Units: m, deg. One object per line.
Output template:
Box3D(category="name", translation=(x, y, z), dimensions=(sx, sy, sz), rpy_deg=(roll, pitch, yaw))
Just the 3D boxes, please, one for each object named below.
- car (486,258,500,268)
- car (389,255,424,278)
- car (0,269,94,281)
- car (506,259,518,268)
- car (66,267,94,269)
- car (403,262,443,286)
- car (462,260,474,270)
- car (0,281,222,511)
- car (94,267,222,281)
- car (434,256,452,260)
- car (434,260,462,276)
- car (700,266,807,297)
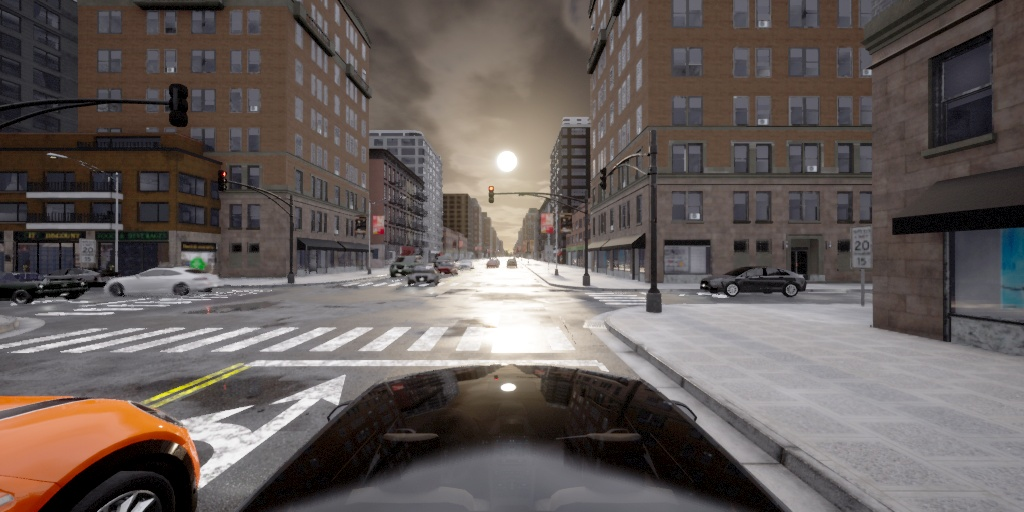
Box3D(category="car", translation=(-3.369, 1.304, 61.948), dimensions=(1.994, 1.385, 4.181), rpy_deg=(0, 0, 0))
Box3D(category="car", translation=(-9.917, 0.969, 34.385), dimensions=(2.150, 2.045, 5.566), rpy_deg=(0, 0, -1))
Box3D(category="car", translation=(-21.516, 1.345, 15.462), dimensions=(4.718, 1.301, 1.895), rpy_deg=(0, 0, 0))
Box3D(category="car", translation=(-0.021, 1.245, 63.086), dimensions=(1.837, 1.490, 4.892), rpy_deg=(0, 0, 0))
Box3D(category="car", translation=(-25.411, 1.330, 20.955), dimensions=(4.313, 1.339, 1.948), rpy_deg=(0, 0, 0))
Box3D(category="car", translation=(-6.120, 1.317, 25.072), dimensions=(1.994, 1.385, 4.181), rpy_deg=(0, 0, -9))
Box3D(category="car", translation=(-6.690, 1.268, 52.026), dimensions=(1.812, 1.442, 4.674), rpy_deg=(0, 0, 0))
Box3D(category="car", translation=(-3.237, 1.102, 0.601), dimensions=(2.097, 1.767, 4.553), rpy_deg=(0, 0, 0))
Box3D(category="car", translation=(-17.611, 1.282, 18.288), dimensions=(4.674, 1.442, 1.812), rpy_deg=(0, 1, -6))
Box3D(category="car", translation=(-9.938, 0.966, 52.122), dimensions=(2.150, 2.045, 5.566), rpy_deg=(0, 0, 0))
Box3D(category="car", translation=(-6.669, 1.349, 36.478), dimensions=(1.895, 1.301, 4.718), rpy_deg=(0, 0, 0))
Box3D(category="car", translation=(12.424, 1.294, 18.639), dimensions=(4.892, 1.490, 1.837), rpy_deg=(0, 0, 1))
